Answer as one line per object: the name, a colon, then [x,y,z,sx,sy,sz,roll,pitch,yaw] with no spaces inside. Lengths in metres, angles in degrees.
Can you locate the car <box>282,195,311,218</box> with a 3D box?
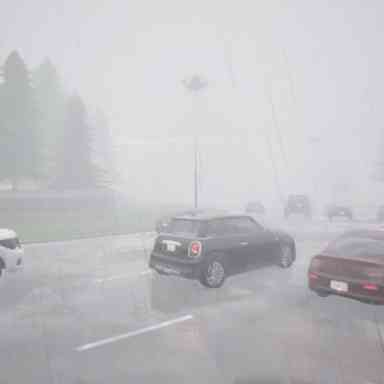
car: [9.702,1.272,30.915,2.150,2.045,5.566,0,0,12]

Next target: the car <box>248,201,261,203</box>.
car: [6.915,1.653,37.112,1.994,1.385,4.181,0,0,4]

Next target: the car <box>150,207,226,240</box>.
car: [-0.119,1.632,18.511,1.994,1.385,4.181,0,0,39]

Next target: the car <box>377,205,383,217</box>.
car: [14.703,1.487,24.004,2.128,1.511,4.902,0,0,20]

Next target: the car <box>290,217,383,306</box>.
car: [4.362,1.528,7.572,4.674,1.442,1.812,0,0,-42]

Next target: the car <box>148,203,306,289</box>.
car: [1.062,1.382,9.586,4.553,1.767,2.097,0,0,-42]

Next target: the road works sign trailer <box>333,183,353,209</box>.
road works sign trailer: [20.528,0.502,46.297,2.380,3.560,2.880,0,0,-11]

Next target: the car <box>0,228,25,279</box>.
car: [-6.870,1.290,7.444,5.566,2.045,2.150,0,0,-36]

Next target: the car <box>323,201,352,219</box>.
car: [12.677,1.551,29.021,1.812,1.442,4.674,0,0,15]
